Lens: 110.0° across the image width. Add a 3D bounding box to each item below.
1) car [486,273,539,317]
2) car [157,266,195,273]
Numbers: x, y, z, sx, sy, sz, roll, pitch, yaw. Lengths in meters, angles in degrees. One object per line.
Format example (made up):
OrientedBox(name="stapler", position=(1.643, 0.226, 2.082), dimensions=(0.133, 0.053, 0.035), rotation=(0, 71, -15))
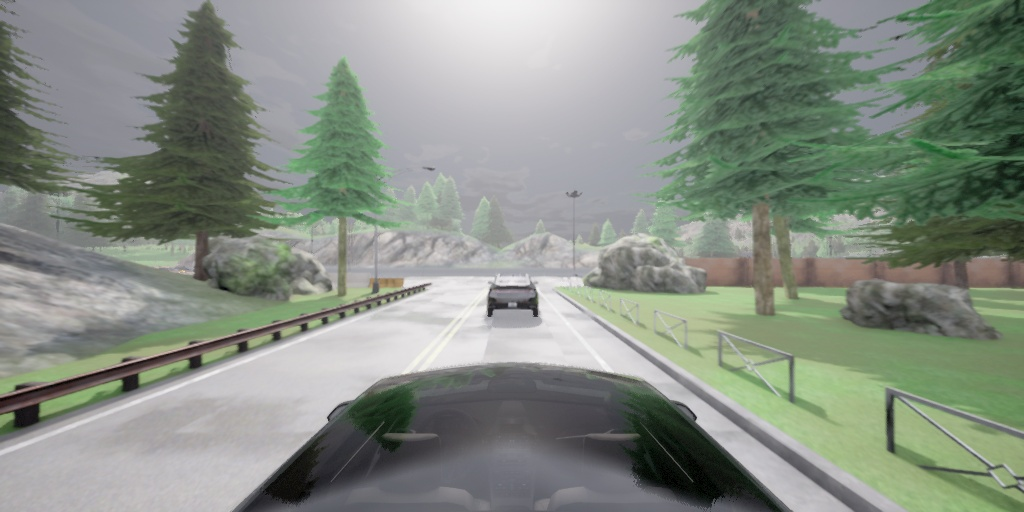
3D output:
OrientedBox(name="car", position=(0.044, 1.411, 14.120), dimensions=(2.128, 1.511, 4.902), rotation=(0, -1, 1))
OrientedBox(name="car", position=(-39.143, 1.961, 40.939), dimensions=(5.008, 1.535, 1.882), rotation=(0, -1, 0))
